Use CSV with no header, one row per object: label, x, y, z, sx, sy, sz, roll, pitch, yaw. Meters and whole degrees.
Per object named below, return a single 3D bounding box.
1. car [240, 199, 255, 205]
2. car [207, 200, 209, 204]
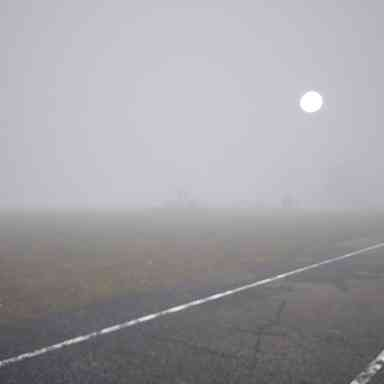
car,12.009,2.159,73.011,1.812,1.442,4.674,1,-1,-42
car,2.266,2.252,83.865,1.812,1.442,4.674,1,-1,-42
